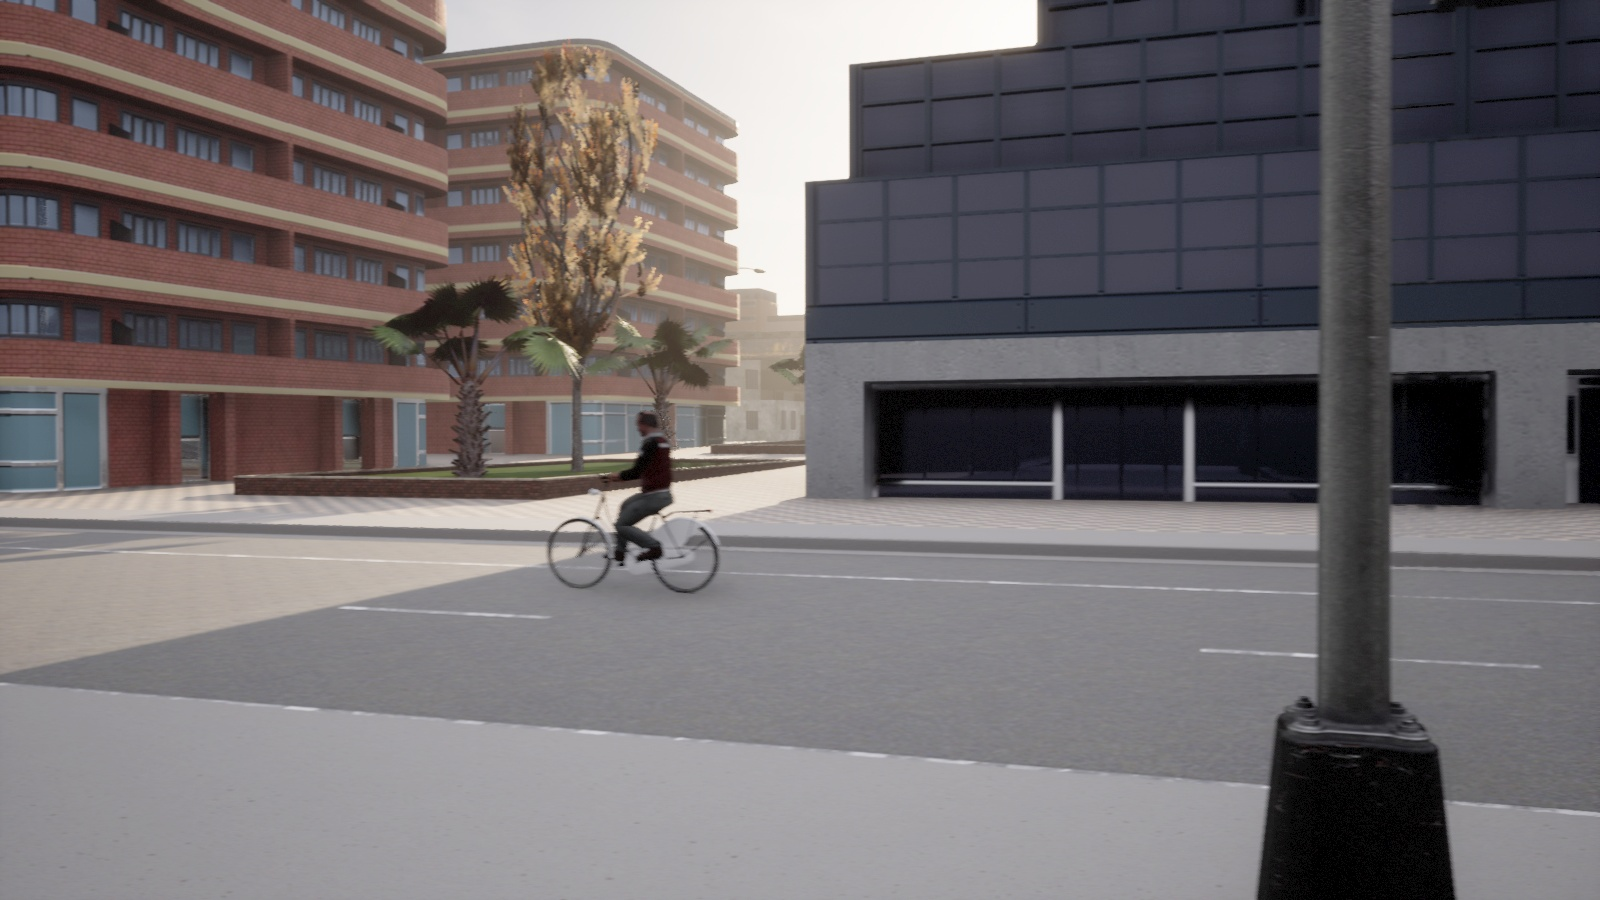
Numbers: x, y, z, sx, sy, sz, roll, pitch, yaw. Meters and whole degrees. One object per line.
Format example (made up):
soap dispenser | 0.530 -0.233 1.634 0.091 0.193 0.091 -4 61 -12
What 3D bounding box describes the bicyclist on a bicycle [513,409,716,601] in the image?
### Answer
bicyclist on a bicycle | -1.809 0.495 12.240 1.843 1.776 0.659 1 1 19
